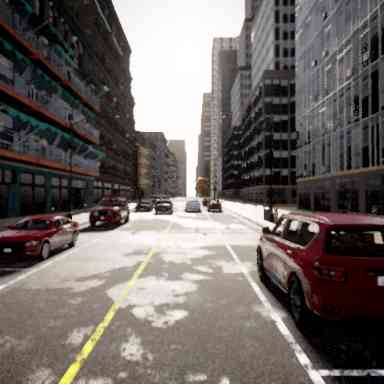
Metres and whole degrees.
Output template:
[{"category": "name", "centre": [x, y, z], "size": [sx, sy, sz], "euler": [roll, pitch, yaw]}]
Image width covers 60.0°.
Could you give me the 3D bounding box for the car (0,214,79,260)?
[{"category": "car", "centre": [-5.680, 1.554, 12.509], "size": [1.887, 1.381, 4.507], "euler": [1, 0, 0]}]

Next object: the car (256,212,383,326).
[{"category": "car", "centre": [2.703, 1.319, 6.987], "size": [2.192, 1.841, 5.009], "euler": [1, 0, 0]}]

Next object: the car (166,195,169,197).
[{"category": "car", "centre": [-5.689, 1.428, 56.694], "size": [2.192, 1.841, 5.009], "euler": [1, 0, 0]}]

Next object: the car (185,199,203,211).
[{"category": "car", "centre": [0.100, 1.595, 41.889], "size": [1.812, 1.442, 4.674], "euler": [0, 0, 0]}]

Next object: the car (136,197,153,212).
[{"category": "car", "centre": [-5.684, 1.630, 40.125], "size": [1.947, 1.339, 4.313], "euler": [1, 0, 0]}]

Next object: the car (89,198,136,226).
[{"category": "car", "centre": [-5.679, 1.340, 23.555], "size": [2.192, 1.841, 5.009], "euler": [1, 0, 0]}]

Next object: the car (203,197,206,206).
[{"category": "car", "centre": [2.704, 1.554, 56.694], "size": [1.967, 1.590, 4.097], "euler": [1, 0, 0]}]

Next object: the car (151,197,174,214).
[{"category": "car", "centre": [-3.002, 1.568, 36.581], "size": [1.837, 1.490, 4.892], "euler": [0, 0, 0]}]

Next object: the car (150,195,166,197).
[{"category": "car", "centre": [-5.686, 1.411, 51.172], "size": [2.192, 1.841, 5.009], "euler": [1, 0, 0]}]

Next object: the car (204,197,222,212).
[{"category": "car", "centre": [2.696, 1.647, 40.124], "size": [1.802, 1.307, 4.206], "euler": [1, 0, 0]}]
